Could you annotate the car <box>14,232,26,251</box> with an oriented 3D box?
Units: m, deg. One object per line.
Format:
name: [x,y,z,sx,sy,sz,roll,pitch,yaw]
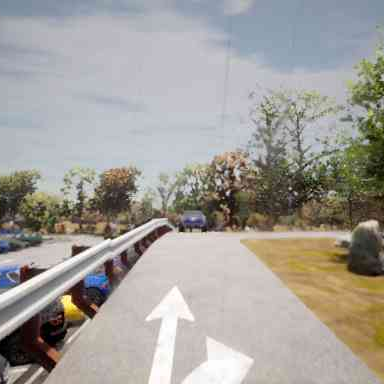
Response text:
car: [-23.911,6.313,40.811,5.566,2.045,2.435,1,-4,-20]

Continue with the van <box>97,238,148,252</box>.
van: [-6.839,5.712,31.685,4.442,1.987,1.878,2,-4,-20]

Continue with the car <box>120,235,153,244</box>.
car: [-6.991,6.096,37.653,5.566,2.045,2.435,2,-4,-20]

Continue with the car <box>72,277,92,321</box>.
car: [-7.052,4.673,13.469,5.366,1.575,1.946,2,-4,-20]

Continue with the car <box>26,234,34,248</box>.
car: [-23.928,6.797,43.751,4.792,1.488,2.163,1,-4,-20]

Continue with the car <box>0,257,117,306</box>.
car: [-6.861,4.642,16.580,5.566,2.045,2.435,2,-4,-20]

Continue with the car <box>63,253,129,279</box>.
car: [-6.942,5.182,22.582,4.553,1.767,2.185,2,-5,-20]

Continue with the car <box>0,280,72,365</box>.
car: [-6.896,4.223,10.531,5.566,2.045,2.435,2,-4,-20]

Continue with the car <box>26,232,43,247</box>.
car: [-23.980,6.718,46.681,5.566,2.045,2.435,1,-4,-20]

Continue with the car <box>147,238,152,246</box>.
car: [-6.927,6.017,34.654,4.553,1.767,2.185,2,-4,-20]

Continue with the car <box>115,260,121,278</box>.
car: [-6.933,5.129,19.555,4.792,1.488,2.163,2,-4,-20]

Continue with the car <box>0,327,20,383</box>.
car: [-6.869,4.267,7.514,4.892,1.521,2.231,2,-4,-20]

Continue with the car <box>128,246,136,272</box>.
car: [-6.963,5.391,25.604,4.553,1.767,2.185,2,-4,-20]

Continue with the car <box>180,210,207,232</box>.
car: [0.100,2.394,27.609,2.097,1.767,4.553,0,-7,0]

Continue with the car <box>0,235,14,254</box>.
car: [-23.901,6.110,37.859,5.566,2.045,2.435,1,-4,-20]

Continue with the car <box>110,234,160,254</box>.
car: [-6.962,6.307,40.706,5.566,2.045,2.435,2,-4,-20]

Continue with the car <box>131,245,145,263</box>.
car: [-6.931,5.726,28.609,4.892,1.521,2.231,2,-4,-20]
